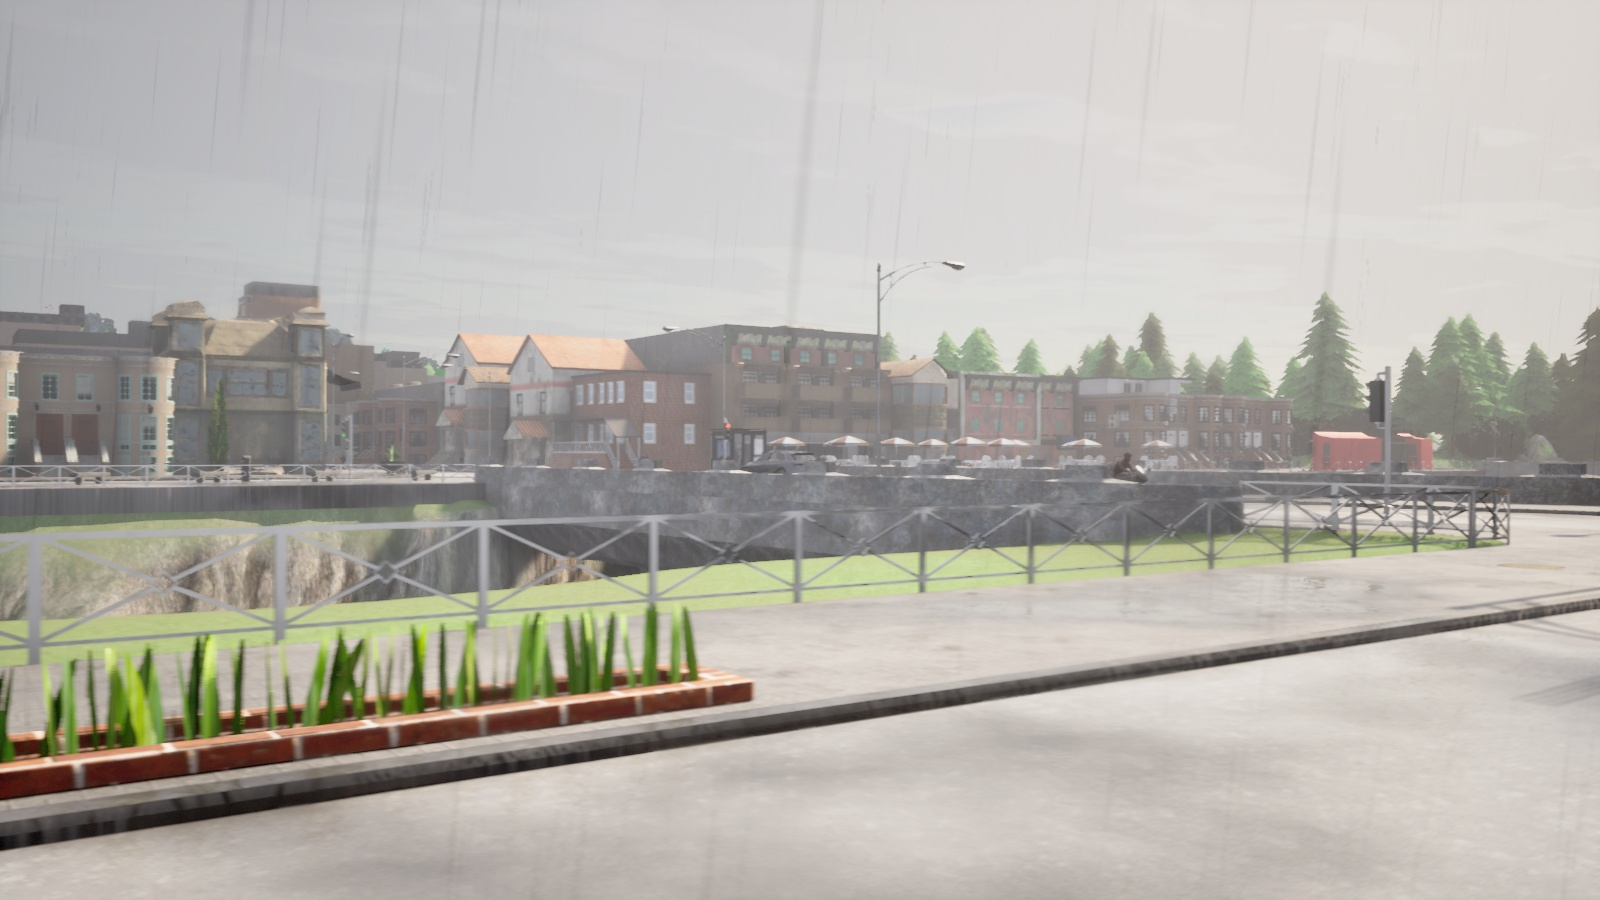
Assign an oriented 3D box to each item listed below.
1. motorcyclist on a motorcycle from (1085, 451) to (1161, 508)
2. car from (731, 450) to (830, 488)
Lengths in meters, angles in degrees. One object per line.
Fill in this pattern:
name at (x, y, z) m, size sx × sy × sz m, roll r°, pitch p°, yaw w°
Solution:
motorcyclist on a motorcycle at (8.969, 0.794, 34.932) m, size 0.797 × 1.523 × 2.044 m, roll 0°, pitch 0°, yaw -34°
car at (-0.922, 0.814, 56.093) m, size 2.033 × 1.649 × 4.856 m, roll 0°, pitch 0°, yaw -35°
